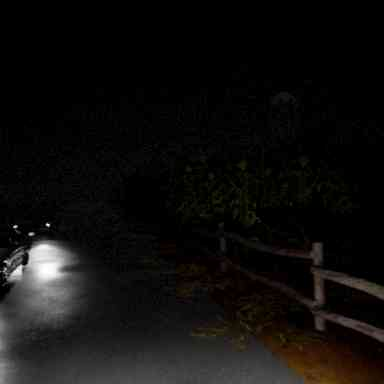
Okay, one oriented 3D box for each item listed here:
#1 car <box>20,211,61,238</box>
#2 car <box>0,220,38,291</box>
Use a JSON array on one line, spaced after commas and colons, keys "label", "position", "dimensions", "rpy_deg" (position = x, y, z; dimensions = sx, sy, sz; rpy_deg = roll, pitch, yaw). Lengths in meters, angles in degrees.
[{"label": "car", "position": [-8.566, 1.777, 18.627], "dimensions": [1.895, 1.301, 4.718], "rpy_deg": [-2, 0, -16]}, {"label": "car", "position": [-5.783, 1.738, 9.192], "dimensions": [1.895, 1.301, 4.718], "rpy_deg": [-2, 0, -16]}]
